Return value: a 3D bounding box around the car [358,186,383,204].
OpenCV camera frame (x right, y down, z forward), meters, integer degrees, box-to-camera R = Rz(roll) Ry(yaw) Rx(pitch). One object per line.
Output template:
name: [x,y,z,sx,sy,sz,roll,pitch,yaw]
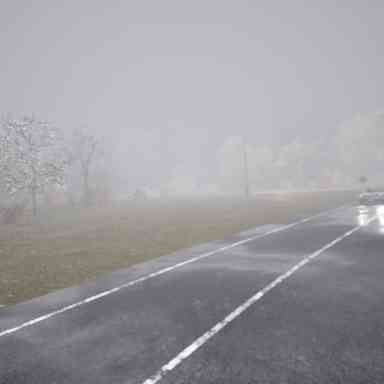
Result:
car: [15.530,0.236,28.200,1.895,1.301,4.718,-5,0,38]
